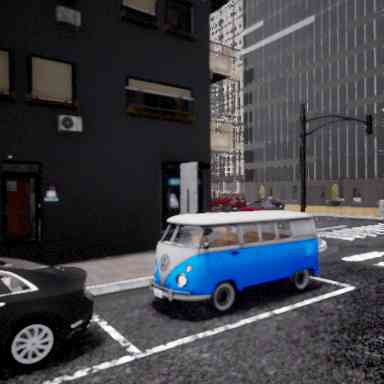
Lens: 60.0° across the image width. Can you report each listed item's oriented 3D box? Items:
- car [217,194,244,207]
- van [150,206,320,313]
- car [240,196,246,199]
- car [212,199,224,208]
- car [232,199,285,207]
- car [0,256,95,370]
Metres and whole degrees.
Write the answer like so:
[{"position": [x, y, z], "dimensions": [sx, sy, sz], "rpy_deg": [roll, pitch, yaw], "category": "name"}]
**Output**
[{"position": [3.946, 1.109, 37.024], "dimensions": [2.192, 1.841, 5.009], "rpy_deg": [-1, 1, -35], "category": "car"}, {"position": [1.086, 1.337, 7.352], "dimensions": [3.998, 1.788, 1.690], "rpy_deg": [0, -1, -35], "category": "van"}, {"position": [7.128, 1.385, 32.511], "dimensions": [1.947, 1.339, 4.313], "rpy_deg": [-1, 1, -35], "category": "car"}, {"position": [0.277, 1.486, 27.686], "dimensions": [1.887, 1.381, 4.507], "rpy_deg": [-1, 1, -35], "category": "car"}, {"position": [5.343, 1.492, 24.981], "dimensions": [1.994, 1.385, 4.181], "rpy_deg": [-1, 1, -35], "category": "car"}, {"position": [-3.472, 1.551, 4.096], "dimensions": [4.403, 1.369, 2.008], "rpy_deg": [0, -1, -35], "category": "car"}]
